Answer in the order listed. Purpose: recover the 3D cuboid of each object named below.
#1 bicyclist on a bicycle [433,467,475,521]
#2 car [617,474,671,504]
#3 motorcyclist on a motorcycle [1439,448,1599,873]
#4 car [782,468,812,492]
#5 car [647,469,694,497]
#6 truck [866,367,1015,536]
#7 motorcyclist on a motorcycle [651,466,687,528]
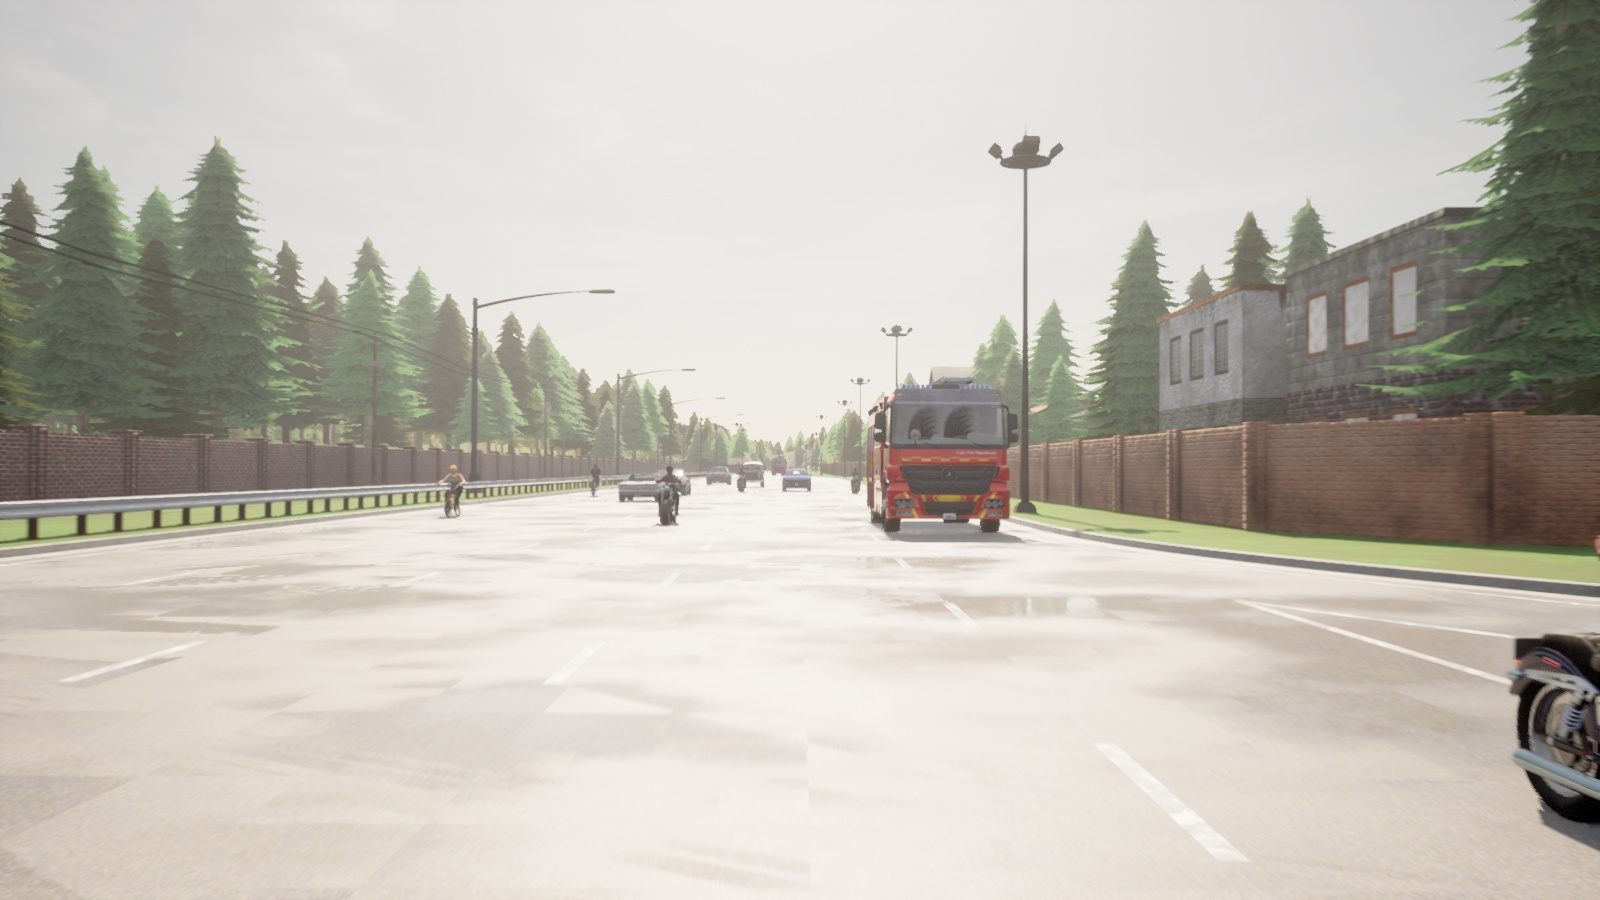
[{"bbox_3d":[-10.587,1.330,38.445,0.866,1.612,1.509,0,-1,0],"label":"bicyclist on a bicycle"},{"bbox_3d":[-7.138,1.752,57.720,1.895,1.301,4.718,0,-1,0],"label":"car"},{"bbox_3d":[3.488,0.816,4.906,0.766,1.649,2.350,0,-1,0],"label":"motorcyclist on a motorcycle"},{"bbox_3d":[-0.200,1.967,83.723,1.882,1.535,5.008,0,-1,0],"label":"car"},{"bbox_3d":[-7.167,1.825,70.057,2.163,1.488,4.792,0,-1,0],"label":"car"},{"bbox_3d":[3.418,0.094,32.833,2.891,3.827,8.468,0,-1,0],"label":"truck"},{"bbox_3d":[-3.583,1.261,34.531,0.766,1.649,2.350,0,-1,0],"label":"motorcyclist on a motorcycle"}]
